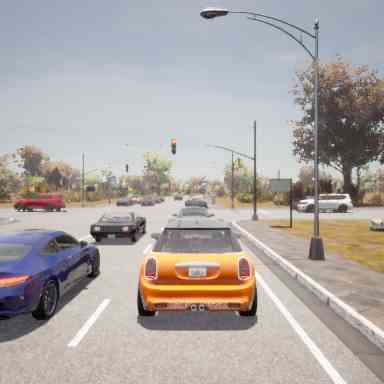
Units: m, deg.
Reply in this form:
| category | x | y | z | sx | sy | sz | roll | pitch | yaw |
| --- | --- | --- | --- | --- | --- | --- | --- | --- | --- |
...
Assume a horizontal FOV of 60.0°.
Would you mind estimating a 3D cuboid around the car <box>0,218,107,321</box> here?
| category | x | y | z | sx | sy | sz | roll | pitch | yaw |
| --- | --- | --- | --- | --- | --- | --- | --- | --- | --- |
| car | -3.406 | 1.526 | 7.191 | 1.812 | 1.442 | 4.674 | 0 | 0 | 0 |

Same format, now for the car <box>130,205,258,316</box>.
| category | x | y | z | sx | sy | sz | roll | pitch | yaw |
| --- | --- | --- | --- | --- | --- | --- | --- | --- | --- |
| car | 0.094 | 1.352 | 7.659 | 2.097 | 1.767 | 4.553 | 0 | 0 | 0 |

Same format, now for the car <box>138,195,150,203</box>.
| category | x | y | z | sx | sy | sz | roll | pitch | yaw |
| --- | --- | --- | --- | --- | --- | --- | --- | --- | --- |
| car | -10.561 | 1.478 | 72.863 | 1.882 | 1.535 | 5.008 | 0 | 0 | 0 |

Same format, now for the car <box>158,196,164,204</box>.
| category | x | y | z | sx | sy | sz | roll | pitch | yaw |
| --- | --- | --- | --- | --- | --- | --- | --- | --- | --- |
| car | -7.103 | 1.477 | 63.838 | 1.882 | 1.535 | 5.008 | 0 | 0 | 0 |

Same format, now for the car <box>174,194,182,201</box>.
| category | x | y | z | sx | sy | sz | roll | pitch | yaw |
| --- | --- | --- | --- | --- | --- | --- | --- | --- | --- |
| car | -3.567 | 1.492 | 84.628 | 1.837 | 1.490 | 4.892 | 0 | 0 | 0 |

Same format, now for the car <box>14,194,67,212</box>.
| category | x | y | z | sx | sy | sz | roll | pitch | yaw |
| --- | --- | --- | --- | --- | --- | --- | --- | --- | --- |
| car | -17.211 | 1.221 | 37.888 | 5.566 | 2.045 | 2.150 | 0 | 0 | 3 |

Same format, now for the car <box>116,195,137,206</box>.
| category | x | y | z | sx | sy | sz | roll | pitch | yaw |
| --- | --- | --- | --- | --- | --- | --- | --- | --- | --- |
| car | -10.643 | 1.547 | 53.164 | 2.033 | 1.411 | 5.357 | 0 | 0 | 1 |

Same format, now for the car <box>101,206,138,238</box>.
| category | x | y | z | sx | sy | sz | roll | pitch | yaw |
| --- | --- | --- | --- | --- | --- | --- | --- | --- | --- |
| car | -3.414 | 1.601 | 16.349 | 1.895 | 1.301 | 4.718 | 0 | 0 | 0 |

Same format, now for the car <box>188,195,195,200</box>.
| category | x | y | z | sx | sy | sz | roll | pitch | yaw |
| --- | --- | --- | --- | --- | --- | --- | --- | --- | --- |
| car | -0.034 | 1.552 | 95.016 | 1.994 | 1.385 | 4.181 | 0 | 0 | 1 |

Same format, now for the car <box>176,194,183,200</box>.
| category | x | y | z | sx | sy | sz | roll | pitch | yaw |
| --- | --- | --- | --- | --- | --- | --- | --- | --- | --- |
| car | -3.535 | 1.374 | 95.036 | 1.812 | 1.442 | 4.674 | 0 | 0 | 1 |

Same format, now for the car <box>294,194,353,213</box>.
| category | x | y | z | sx | sy | sz | roll | pitch | yaw |
| --- | --- | --- | --- | --- | --- | --- | --- | --- | --- |
| car | 14.436 | 1.221 | 36.127 | 5.566 | 2.045 | 2.150 | 0 | 0 | 3 |

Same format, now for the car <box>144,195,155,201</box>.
| category | x | y | z | sx | sy | sz | roll | pitch | yaw |
| --- | --- | --- | --- | --- | --- | --- | --- | --- | --- |
| car | -10.568 | 1.525 | 83.199 | 2.128 | 1.511 | 4.902 | 0 | 0 | 0 |

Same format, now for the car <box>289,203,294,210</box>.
| category | x | y | z | sx | sy | sz | roll | pitch | yaw |
| --- | --- | --- | --- | --- | --- | --- | --- | --- | --- |
| car | 14.044 | 1.500 | 39.656 | 4.892 | 1.490 | 1.837 | -1 | 0 | 3 |

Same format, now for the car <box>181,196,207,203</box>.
| category | x | y | z | sx | sy | sz | roll | pitch | yaw |
| --- | --- | --- | --- | --- | --- | --- | --- | --- | --- |
| car | 0.498 | 1.563 | 45.544 | 1.994 | 1.385 | 4.181 | 0 | 0 | -24 |

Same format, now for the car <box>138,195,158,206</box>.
| category | x | y | z | sx | sy | sz | roll | pitch | yaw |
| --- | --- | --- | --- | --- | --- | --- | --- | --- | --- |
| car | -7.125 | 1.505 | 54.360 | 1.837 | 1.490 | 4.892 | 0 | 0 | 1 |

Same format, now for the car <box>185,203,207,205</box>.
| category | x | y | z | sx | sy | sz | roll | pitch | yaw |
| --- | --- | --- | --- | --- | --- | --- | --- | --- | --- |
| car | 0.086 | 1.505 | 16.616 | 1.837 | 1.490 | 4.892 | 0 | 0 | 0 |
